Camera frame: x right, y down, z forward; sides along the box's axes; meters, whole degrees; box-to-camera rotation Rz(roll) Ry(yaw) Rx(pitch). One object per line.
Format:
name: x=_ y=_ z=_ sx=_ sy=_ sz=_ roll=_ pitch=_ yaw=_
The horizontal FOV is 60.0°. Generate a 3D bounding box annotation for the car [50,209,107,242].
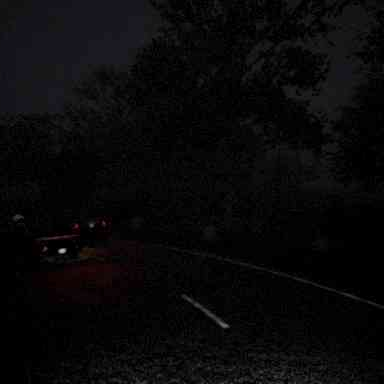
car: x=-6.422 y=1.622 z=16.760 sx=4.553 sy=1.767 sz=2.097 roll=-1 pitch=0 yaw=35

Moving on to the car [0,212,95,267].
car: x=-5.974 y=1.731 z=12.496 sx=4.902 sy=1.511 sz=2.128 roll=-1 pitch=-1 yaw=44
